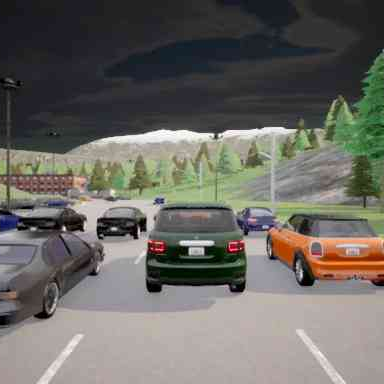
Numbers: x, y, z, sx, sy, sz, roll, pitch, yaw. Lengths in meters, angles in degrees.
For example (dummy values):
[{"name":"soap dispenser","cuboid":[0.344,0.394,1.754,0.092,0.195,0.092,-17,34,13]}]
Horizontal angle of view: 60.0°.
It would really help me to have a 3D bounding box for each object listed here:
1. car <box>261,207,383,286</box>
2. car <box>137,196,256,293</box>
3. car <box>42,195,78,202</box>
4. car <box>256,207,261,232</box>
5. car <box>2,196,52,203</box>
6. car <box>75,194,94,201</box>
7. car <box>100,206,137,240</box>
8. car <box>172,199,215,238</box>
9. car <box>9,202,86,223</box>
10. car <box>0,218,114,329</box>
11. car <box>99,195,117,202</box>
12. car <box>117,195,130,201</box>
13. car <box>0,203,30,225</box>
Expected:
[{"name":"car","cuboid":[3.581,1.351,9.543,2.097,1.767,4.553,0,0,0]},{"name":"car","cuboid":[0.082,1.221,9.012,2.150,2.045,5.566,0,0,0]},{"name":"car","cuboid":[-18.643,1.522,46.038,4.674,1.442,1.812,0,0,-20]},{"name":"car","cuboid":[3.528,1.524,18.399,1.812,1.442,4.674,0,0,-1]},{"name":"car","cuboid":[-19.270,1.489,38.319,4.902,1.511,2.128,0,0,-9]},{"name":"car","cuboid":[-26.388,1.473,81.122,1.882,1.535,5.008,0,0,-37]},{"name":"car","cuboid":[-3.452,1.477,17.113,1.882,1.535,5.008,0,0,0]},{"name":"car","cuboid":[0.022,1.351,18.575,2.097,1.767,4.553,0,0,-1]},{"name":"car","cuboid":[-6.958,1.476,17.123,1.882,1.535,5.008,0,0,1]},{"name":"car","cuboid":[-3.413,1.547,7.287,2.033,1.411,5.357,0,0,-1]},{"name":"car","cuboid":[-19.304,1.495,76.568,1.837,1.490,4.892,0,0,-27]},{"name":"car","cuboid":[-18.581,1.534,88.126,2.033,1.411,5.357,0,0,-41]},{"name":"car","cuboid":[-10.453,1.525,17.326,1.812,1.442,4.674,0,0,-1]}]
